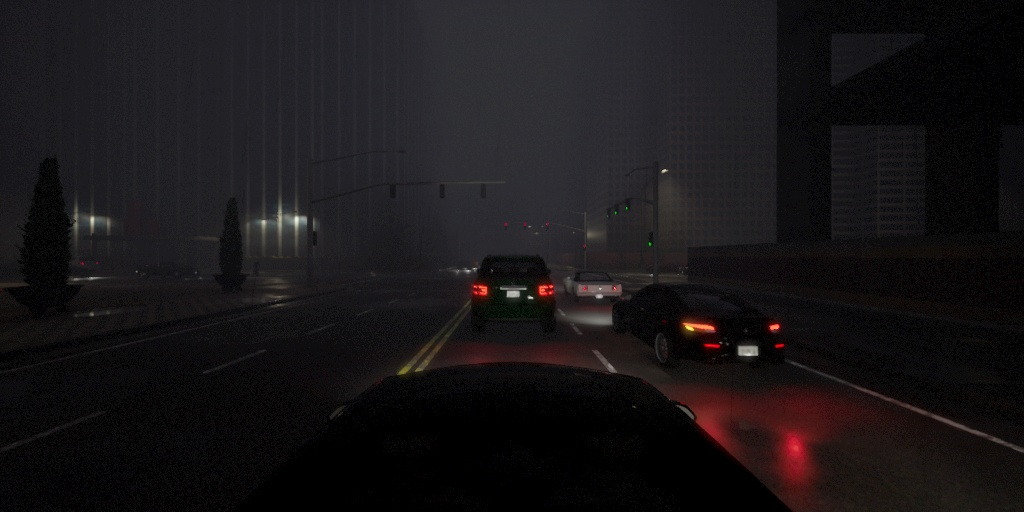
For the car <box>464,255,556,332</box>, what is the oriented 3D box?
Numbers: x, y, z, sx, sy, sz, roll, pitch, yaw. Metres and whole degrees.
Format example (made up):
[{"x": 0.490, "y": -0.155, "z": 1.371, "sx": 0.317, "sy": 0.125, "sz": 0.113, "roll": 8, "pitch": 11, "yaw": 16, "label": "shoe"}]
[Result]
[{"x": 0.058, "y": 0.981, "z": 10.994, "sx": 2.150, "sy": 2.045, "sz": 5.566, "roll": 0, "pitch": 0, "yaw": 1, "label": "car"}]

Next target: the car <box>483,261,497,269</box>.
[{"x": -3.542, "y": 1.405, "z": 57.490, "sx": 1.895, "sy": 1.301, "sz": 4.718, "roll": 0, "pitch": 0, "yaw": 0, "label": "car"}]

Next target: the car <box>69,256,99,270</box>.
[{"x": -49.781, "y": 1.009, "z": 40.102, "sx": 5.566, "sy": 2.045, "sz": 2.150, "roll": 0, "pitch": 0, "yaw": 0, "label": "car"}]

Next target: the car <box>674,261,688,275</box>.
[{"x": 19.881, "y": 1.385, "z": 37.145, "sx": 4.718, "sy": 1.301, "sz": 1.895, "roll": 0, "pitch": 0, "yaw": 1, "label": "car"}]

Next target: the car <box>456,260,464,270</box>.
[{"x": -7.053, "y": 1.326, "z": 53.710, "sx": 1.812, "sy": 1.442, "sz": 4.674, "roll": 0, "pitch": 0, "yaw": 0, "label": "car"}]

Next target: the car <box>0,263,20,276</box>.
[{"x": -50.675, "y": 1.348, "z": 36.552, "sx": 4.181, "sy": 1.385, "sz": 1.994, "roll": 0, "pitch": 0, "yaw": 3, "label": "car"}]

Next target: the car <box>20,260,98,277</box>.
[{"x": -41.550, "y": 1.344, "z": 32.971, "sx": 4.181, "sy": 1.385, "sz": 1.994, "roll": 0, "pitch": 0, "yaw": 0, "label": "car"}]

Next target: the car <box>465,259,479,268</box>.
[{"x": -7.017, "y": 1.287, "z": 63.046, "sx": 1.882, "sy": 1.535, "sz": 5.008, "roll": 0, "pitch": 0, "yaw": 0, "label": "car"}]

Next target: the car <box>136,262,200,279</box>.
[{"x": -31.583, "y": 1.272, "z": 33.018, "sx": 4.902, "sy": 1.511, "sz": 2.128, "roll": 0, "pitch": 0, "yaw": 0, "label": "car"}]

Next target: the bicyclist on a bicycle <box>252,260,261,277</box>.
[{"x": -24.641, "y": 1.235, "z": 34.537, "sx": 0.582, "sy": 1.620, "sz": 1.656, "roll": 0, "pitch": 0, "yaw": -13, "label": "bicyclist on a bicycle"}]

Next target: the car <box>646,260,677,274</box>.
[{"x": 17.812, "y": 1.266, "z": 40.658, "sx": 5.008, "sy": 1.535, "sz": 1.882, "roll": 0, "pitch": 0, "yaw": 0, "label": "car"}]

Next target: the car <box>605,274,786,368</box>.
[{"x": 3.590, "y": 1.282, "z": 7.750, "sx": 1.812, "sy": 1.442, "sz": 4.674, "roll": 0, "pitch": 0, "yaw": 0, "label": "car"}]

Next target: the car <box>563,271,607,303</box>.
[{"x": 3.595, "y": 1.366, "z": 16.911, "sx": 1.895, "sy": 1.301, "sz": 4.718, "roll": 0, "pitch": 0, "yaw": 0, "label": "car"}]
